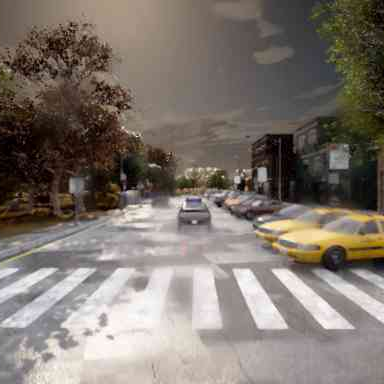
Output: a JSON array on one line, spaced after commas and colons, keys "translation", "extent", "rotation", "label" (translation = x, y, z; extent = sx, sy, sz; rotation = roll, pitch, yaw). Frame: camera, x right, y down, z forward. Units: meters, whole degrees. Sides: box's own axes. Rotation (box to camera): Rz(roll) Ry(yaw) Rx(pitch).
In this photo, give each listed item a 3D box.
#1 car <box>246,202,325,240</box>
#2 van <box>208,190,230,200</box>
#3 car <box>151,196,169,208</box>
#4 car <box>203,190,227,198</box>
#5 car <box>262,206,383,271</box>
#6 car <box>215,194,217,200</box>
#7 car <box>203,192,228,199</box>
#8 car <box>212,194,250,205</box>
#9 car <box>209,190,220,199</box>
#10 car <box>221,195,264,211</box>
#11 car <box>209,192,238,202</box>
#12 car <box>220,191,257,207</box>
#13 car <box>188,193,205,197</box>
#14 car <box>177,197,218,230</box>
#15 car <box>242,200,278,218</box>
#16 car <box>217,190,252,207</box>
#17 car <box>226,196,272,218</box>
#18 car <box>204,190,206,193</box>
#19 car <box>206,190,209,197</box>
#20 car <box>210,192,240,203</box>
[{"translation": [5.145, 1.363, 13.471], "extent": [5.366, 1.575, 1.946], "rotation": [1, 1, -20], "label": "car"}, {"translation": [5.738, 0.651, 70.616], "extent": [4.442, 1.987, 1.878], "rotation": [1, 0, -20], "label": "van"}, {"translation": [-3.893, 1.210, 41.184], "extent": [1.895, 1.301, 4.718], "rotation": [0, 1, 0], "label": "car"}, {"translation": [5.684, 0.544, 82.608], "extent": [5.566, 2.045, 2.435], "rotation": [1, 0, -20], "label": "car"}, {"translation": [5.141, 1.395, 10.470], "extent": [5.366, 1.575, 1.946], "rotation": [1, 1, -20], "label": "car"}, {"translation": [5.422, 1.167, 37.544], "extent": [4.674, 1.452, 2.002], "rotation": [1, 0, -20], "label": "car"}, {"translation": [5.472, 0.830, 76.517], "extent": [5.366, 1.575, 1.946], "rotation": [1, 1, -20], "label": "car"}, {"translation": [5.456, 1.079, 46.537], "extent": [4.792, 1.488, 2.163], "rotation": [1, 1, -20], "label": "car"}, {"translation": [5.434, 0.849, 40.520], "extent": [5.566, 2.045, 2.435], "rotation": [1, 1, -20], "label": "car"}, {"translation": [5.345, 1.242, 28.527], "extent": [4.792, 1.488, 2.163], "rotation": [1, 1, -20], "label": "car"}, {"translation": [5.532, 0.831, 58.552], "extent": [4.553, 1.767, 2.185], "rotation": [1, 0, -20], "label": "car"}, {"translation": [5.422, 1.058, 31.545], "extent": [4.553, 1.767, 2.185], "rotation": [1, 1, -20], "label": "car"}, {"translation": [0.205, 1.115, 37.981], "extent": [1.882, 1.535, 5.008], "rotation": [0, 1, 0], "label": "car"}, {"translation": [0.133, 1.310, 19.678], "extent": [2.128, 1.511, 4.902], "rotation": [0, 1, 0], "label": "car"}, {"translation": [5.334, 1.338, 16.535], "extent": [4.892, 1.521, 2.231], "rotation": [1, 1, -20], "label": "car"}, {"translation": [5.439, 1.030, 34.546], "extent": [4.553, 1.767, 2.185], "rotation": [1, 1, -20], "label": "car"}, {"translation": [5.361, 1.283, 25.536], "extent": [4.674, 1.452, 2.002], "rotation": [1, 1, -20], "label": "car"}, {"translation": [5.605, 0.895, 67.573], "extent": [5.008, 1.535, 2.097], "rotation": [1, 0, -20], "label": "car"}, {"translation": [5.482, 0.773, 49.536], "extent": [5.566, 2.045, 2.435], "rotation": [1, 1, -20], "label": "car"}, {"translation": [5.513, 0.853, 55.551], "extent": [4.553, 1.767, 2.185], "rotation": [1, 0, -20], "label": "car"}]
